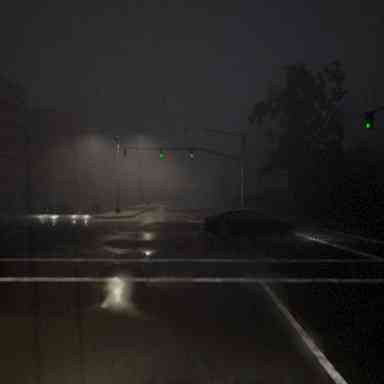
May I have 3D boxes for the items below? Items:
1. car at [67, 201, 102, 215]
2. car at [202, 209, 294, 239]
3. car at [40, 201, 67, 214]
[{"bbox_3d":[-11.521,1.687,36.806,2.033,1.411,5.357,0,0,0],"label":"car"},{"bbox_3d":[2.843,1.592,17.131,4.674,1.442,1.812,0,0,0],"label":"car"},{"bbox_3d":[-15.023,1.701,36.636,1.994,1.385,4.181,0,0,0],"label":"car"}]
